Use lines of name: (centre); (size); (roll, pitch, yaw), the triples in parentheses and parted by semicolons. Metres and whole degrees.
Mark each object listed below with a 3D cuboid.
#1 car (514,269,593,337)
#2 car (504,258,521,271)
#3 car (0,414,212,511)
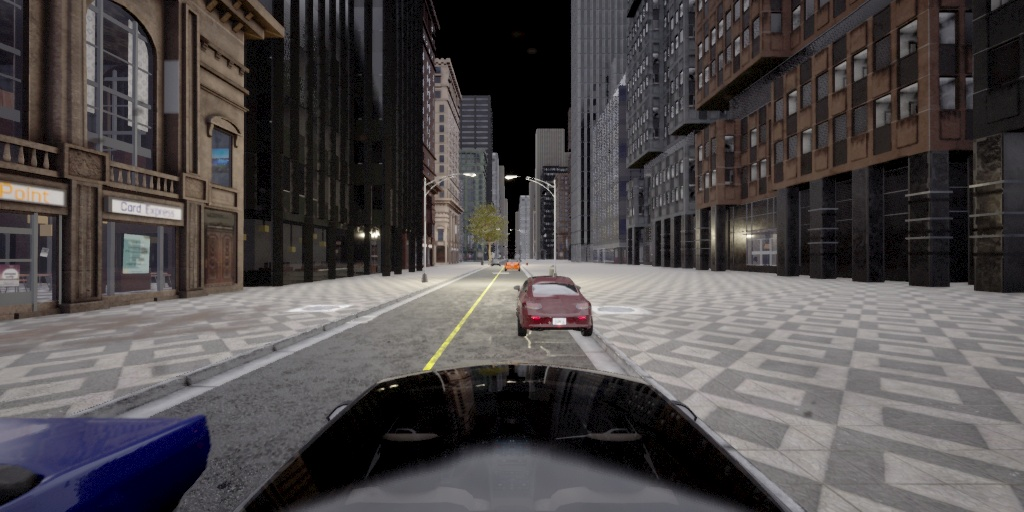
car: (1.047, 1.278, 10.219); (1.812, 1.442, 4.674); (0, 0, 0)
car: (0.084, 1.133, 48.405); (2.097, 1.767, 4.553); (0, 0, 1)
car: (-3.100, 1.351, 0.319); (1.895, 1.301, 4.718); (0, 0, 0)
